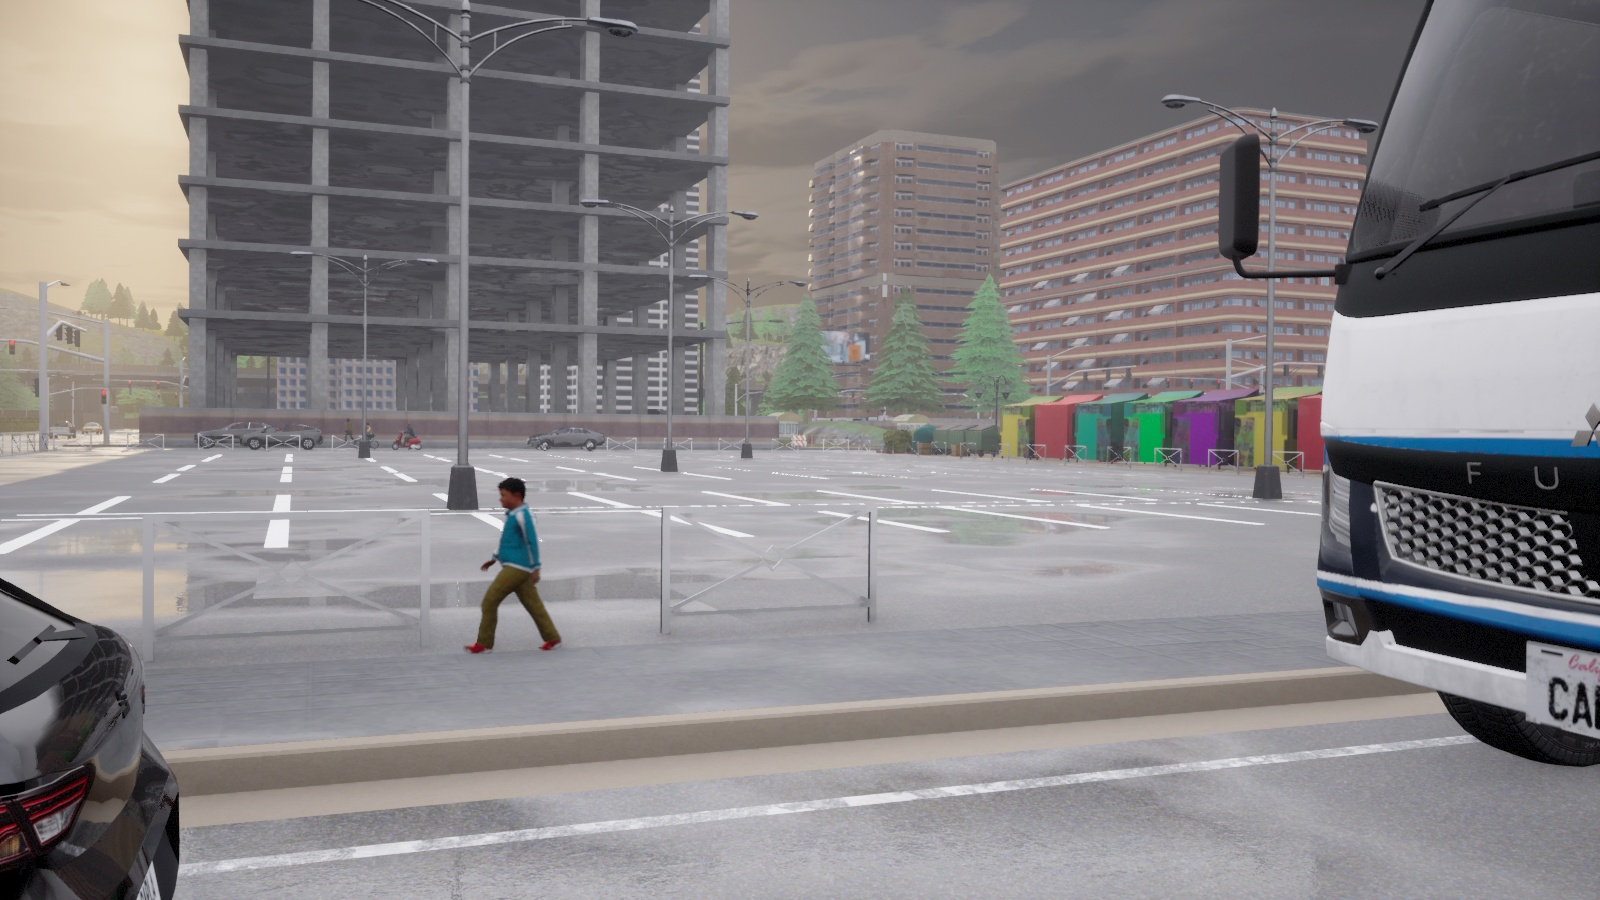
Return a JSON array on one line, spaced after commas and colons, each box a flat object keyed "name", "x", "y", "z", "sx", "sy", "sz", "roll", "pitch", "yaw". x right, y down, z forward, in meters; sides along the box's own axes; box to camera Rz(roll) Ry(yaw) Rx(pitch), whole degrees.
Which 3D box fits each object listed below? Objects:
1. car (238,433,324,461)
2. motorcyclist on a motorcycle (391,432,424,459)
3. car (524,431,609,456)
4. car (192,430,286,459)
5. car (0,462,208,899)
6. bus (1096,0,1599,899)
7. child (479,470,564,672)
[{"name": "car", "x": -29.989, "y": -0.169, "z": 72.661, "sx": 4.514, "sy": 1.525, "sz": 2.007, "roll": -1, "pitch": 1, "yaw": -22}, {"name": "motorcyclist on a motorcycle", "x": -23.535, "y": -0.275, "z": 75.304, "sx": 1.817, "sy": 1.590, "sz": 0.866, "roll": -1, "pitch": 1, "yaw": -22}, {"name": "car", "x": -14.696, "y": -0.426, "z": 78.923, "sx": 4.902, "sy": 1.511, "sz": 2.128, "roll": -1, "pitch": 1, "yaw": -22}, {"name": "car", "x": -33.451, "y": -0.338, "z": 75.023, "sx": 5.027, "sy": 1.651, "sz": 2.152, "roll": -1, "pitch": 1, "yaw": -22}, {"name": "car", "x": -3.322, "y": 0.815, "z": 1.970, "sx": 4.193, "sy": 1.474, "sz": 1.816, "roll": -1, "pitch": 1, "yaw": -21}, {"name": "bus", "x": 6.891, "y": -0.747, "z": 5.803, "sx": 10.273, "sy": 4.253, "sz": 3.944, "roll": -1, "pitch": 1, "yaw": -20}, {"name": "child", "x": -1.724, "y": 0.729, "z": 7.764, "sx": 0.448, "sy": 1.192, "sz": 0.343, "roll": -1, "pitch": 1, "yaw": -22}]
